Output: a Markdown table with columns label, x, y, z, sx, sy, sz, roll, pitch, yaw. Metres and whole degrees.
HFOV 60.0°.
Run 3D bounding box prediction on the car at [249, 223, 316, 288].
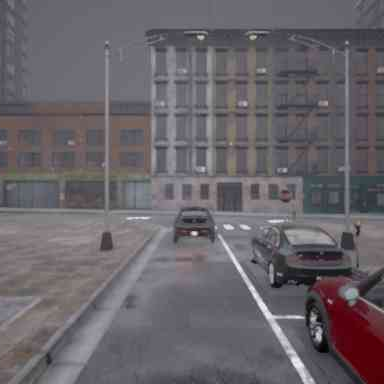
| label | x | y | z | sx | sy | sz | roll | pitch | yaw |
| --- | --- | --- | --- | --- | --- | --- | --- | --- | --- |
| car | 2.639 | 1.507 | 8.899 | 2.008 | 1.369 | 4.403 | 0 | 0 | 0 |

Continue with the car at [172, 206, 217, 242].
| label | x | y | z | sx | sy | sz | roll | pitch | yaw |
| --- | --- | --- | --- | --- | --- | --- | --- | --- | --- |
| car | 0.114 | 1.426 | 15.999 | 1.837 | 1.490 | 4.892 | 0 | 0 | 0 |

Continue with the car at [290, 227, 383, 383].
| label | x | y | z | sx | sy | sz | roll | pitch | yaw |
| --- | --- | --- | --- | --- | --- | --- | --- | --- | --- |
| car | 2.643 | 1.423 | 3.395 | 1.967 | 1.590 | 4.097 | 0 | 0 | 0 |
